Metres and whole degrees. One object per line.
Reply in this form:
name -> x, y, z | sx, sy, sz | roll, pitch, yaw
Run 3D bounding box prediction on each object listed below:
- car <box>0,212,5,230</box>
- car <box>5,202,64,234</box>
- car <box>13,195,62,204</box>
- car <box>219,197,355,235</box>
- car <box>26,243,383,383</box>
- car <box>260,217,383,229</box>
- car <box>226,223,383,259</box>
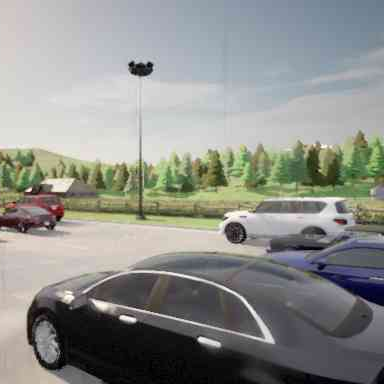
car -> -11.861, 1.526, 16.764 | 4.902, 1.511, 2.128 | 0, 0, 36
car -> -9.843, 1.560, 19.607 | 4.674, 1.442, 1.812 | 0, 0, 35
car -> -12.127, 1.265, 25.555 | 5.566, 2.045, 2.150 | 0, 0, 36
car -> 3.889, 1.230, 14.122 | 5.566, 2.045, 2.150 | 0, 0, 36
car -> -0.112, 1.509, 4.075 | 4.892, 1.490, 1.837 | 0, 0, 36
car -> 4.555, 1.604, 9.343 | 4.718, 1.301, 1.895 | 0, 0, 36
car -> 3.165, 1.527, 6.035 | 4.674, 1.442, 1.812 | 0, 0, 36
